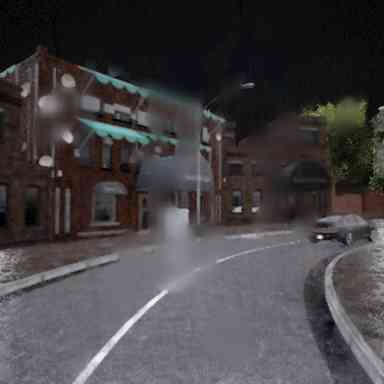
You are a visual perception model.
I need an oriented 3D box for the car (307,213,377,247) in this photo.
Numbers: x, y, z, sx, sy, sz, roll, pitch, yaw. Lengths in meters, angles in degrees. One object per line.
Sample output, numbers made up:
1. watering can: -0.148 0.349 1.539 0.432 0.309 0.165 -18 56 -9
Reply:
1. car: 7.701 1.851 16.938 4.892 1.490 1.837 1 -3 -41
